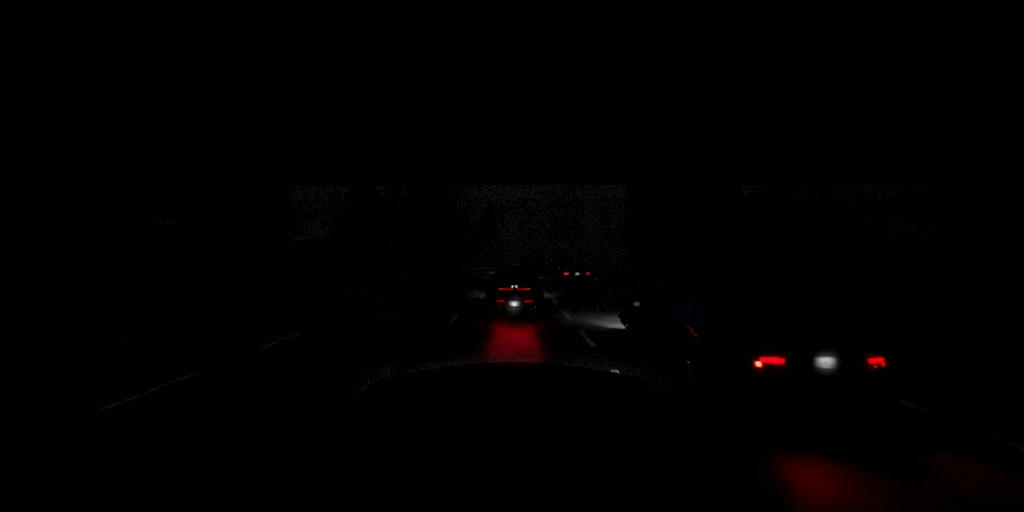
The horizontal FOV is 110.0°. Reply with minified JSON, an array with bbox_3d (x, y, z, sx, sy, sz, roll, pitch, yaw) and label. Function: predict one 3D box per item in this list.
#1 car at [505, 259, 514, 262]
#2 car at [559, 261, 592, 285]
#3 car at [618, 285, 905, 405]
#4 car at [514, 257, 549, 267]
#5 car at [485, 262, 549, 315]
[{"bbox_3d":[1.561,0.911,39.851,1.895,1.301,4.718,0,1,30],"label":"car"},{"bbox_3d":[4.067,1.050,23.190,2.033,1.411,5.357,0,1,7],"label":"car"},{"bbox_3d":[3.576,1.240,6.580,2.033,1.411,5.357,0,0,0],"label":"car"},{"bbox_3d":[1.856,0.905,29.671,1.882,1.535,5.008,0,1,14],"label":"car"},{"bbox_3d":[0.094,1.125,12.909,1.837,1.490,4.892,0,1,0],"label":"car"}]
